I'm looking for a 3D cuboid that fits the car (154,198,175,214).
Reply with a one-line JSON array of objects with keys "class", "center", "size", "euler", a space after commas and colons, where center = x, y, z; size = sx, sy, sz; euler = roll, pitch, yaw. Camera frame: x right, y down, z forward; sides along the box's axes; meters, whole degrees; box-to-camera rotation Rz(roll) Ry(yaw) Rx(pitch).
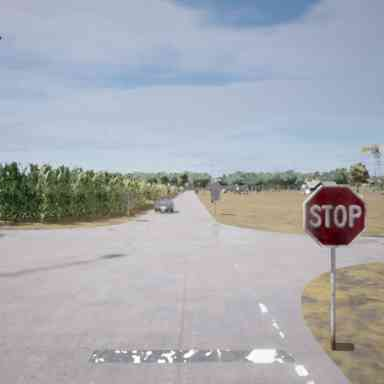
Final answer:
[{"class": "car", "center": [-2.789, 1.436, 34.617], "size": [2.128, 1.511, 4.902], "euler": [0, 0, 0]}]
